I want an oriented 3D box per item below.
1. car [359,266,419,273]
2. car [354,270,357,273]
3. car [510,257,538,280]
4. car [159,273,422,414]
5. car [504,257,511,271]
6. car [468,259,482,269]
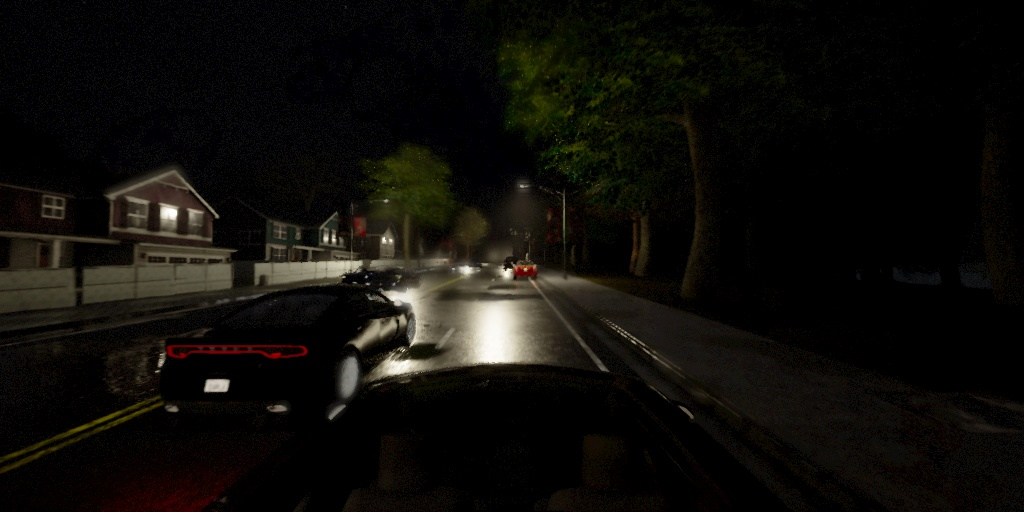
[{"bbox_3d":[-6.598,1.331,20.591,2.033,1.411,5.357,0,0,0],"label":"car"},{"bbox_3d":[-9.846,1.395,24.663,1.895,1.301,4.718,0,0,0],"label":"car"},{"bbox_3d":[1.139,1.169,32.088,2.097,1.767,4.553,0,0,0],"label":"car"},{"bbox_3d":[-3.148,1.234,6.302,1.882,1.535,5.008,0,0,0],"label":"car"},{"bbox_3d":[0.006,1.118,51.589,2.150,2.045,5.566,0,0,0],"label":"car"},{"bbox_3d":[-6.512,1.305,63.768,2.097,1.767,4.553,0,0,0],"label":"car"}]
